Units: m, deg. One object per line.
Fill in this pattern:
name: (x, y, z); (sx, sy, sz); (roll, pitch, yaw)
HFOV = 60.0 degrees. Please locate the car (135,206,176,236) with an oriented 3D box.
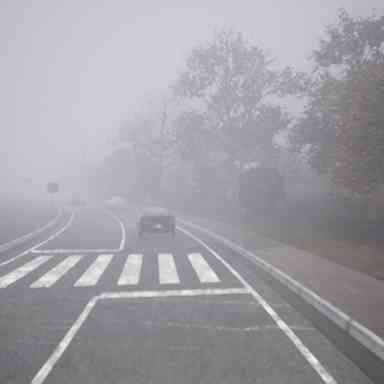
car: (-2.114, 1.518, 18.716); (1.882, 1.535, 5.008); (0, 0, -11)

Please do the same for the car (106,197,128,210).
car: (-8.751, 1.269, 38.770); (1.812, 1.442, 4.674); (1, 1, -24)

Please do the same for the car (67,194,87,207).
car: (-14.642, 1.000, 42.367); (1.837, 1.490, 4.892); (2, 1, -28)
